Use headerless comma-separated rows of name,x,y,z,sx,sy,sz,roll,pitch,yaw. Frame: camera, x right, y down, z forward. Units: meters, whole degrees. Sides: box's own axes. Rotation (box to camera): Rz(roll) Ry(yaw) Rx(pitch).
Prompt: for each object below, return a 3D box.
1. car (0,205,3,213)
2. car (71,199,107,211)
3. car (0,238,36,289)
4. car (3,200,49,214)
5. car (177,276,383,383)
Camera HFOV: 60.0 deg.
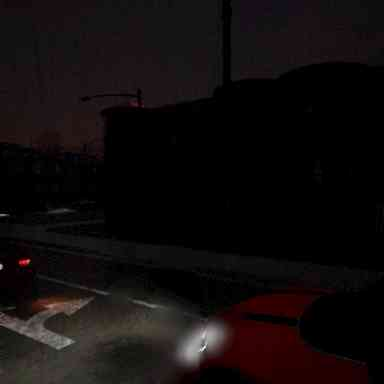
car,-20.725,1.715,39.629,2.033,1.411,5.357,0,0,36
car,-13.147,1.754,44.208,1.895,1.301,4.718,0,0,36
car,-5.982,1.588,8.235,5.357,1.411,2.033,0,0,37
car,-18.209,1.717,37.123,1.994,1.385,4.181,0,0,36
car,2.061,1.350,2.527,4.553,1.767,2.097,0,0,36
